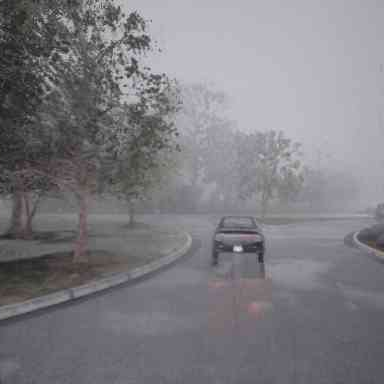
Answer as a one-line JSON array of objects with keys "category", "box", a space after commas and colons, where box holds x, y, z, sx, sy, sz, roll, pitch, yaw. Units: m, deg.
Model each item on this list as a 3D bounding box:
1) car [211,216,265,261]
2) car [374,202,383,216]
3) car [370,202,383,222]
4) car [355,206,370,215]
[{"category": "car", "box": [1.823, 1.699, 13.302, 2.128, 1.511, 4.902, 0, -1, 7]}, {"category": "car", "box": [30.783, 2.644, 52.392, 2.150, 2.045, 5.566, 0, -2, 45]}, {"category": "car", "box": [22.254, 2.303, 36.269, 5.566, 2.045, 2.150, 2, -2, -32]}, {"category": "car", "box": [28.598, 3.003, 54.725, 2.033, 1.411, 5.357, -1, -2, 45]}]
